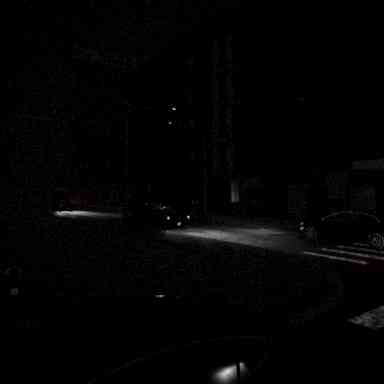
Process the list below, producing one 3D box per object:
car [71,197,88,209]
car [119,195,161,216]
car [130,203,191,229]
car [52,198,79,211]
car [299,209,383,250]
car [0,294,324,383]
[{"bbox_3d":[-16.630,1.474,47.639,2.097,1.767,4.553,0,0,-35],"label":"car"},{"bbox_3d":[-4.856,1.283,31.097,2.150,2.045,5.566,0,0,-35],"label":"car"},{"bbox_3d":[-2.058,1.647,22.081,1.895,1.301,4.718,0,0,-35],"label":"car"},{"bbox_3d":[-16.388,1.718,42.310,1.895,1.301,4.718,0,0,-35],"label":"car"},{"bbox_3d":[7.007,1.497,14.439,2.128,1.511,4.902,0,0,-35],"label":"car"},{"bbox_3d":[-0.897,1.566,2.173,4.313,1.339,1.947,0,0,-35],"label":"car"}]
